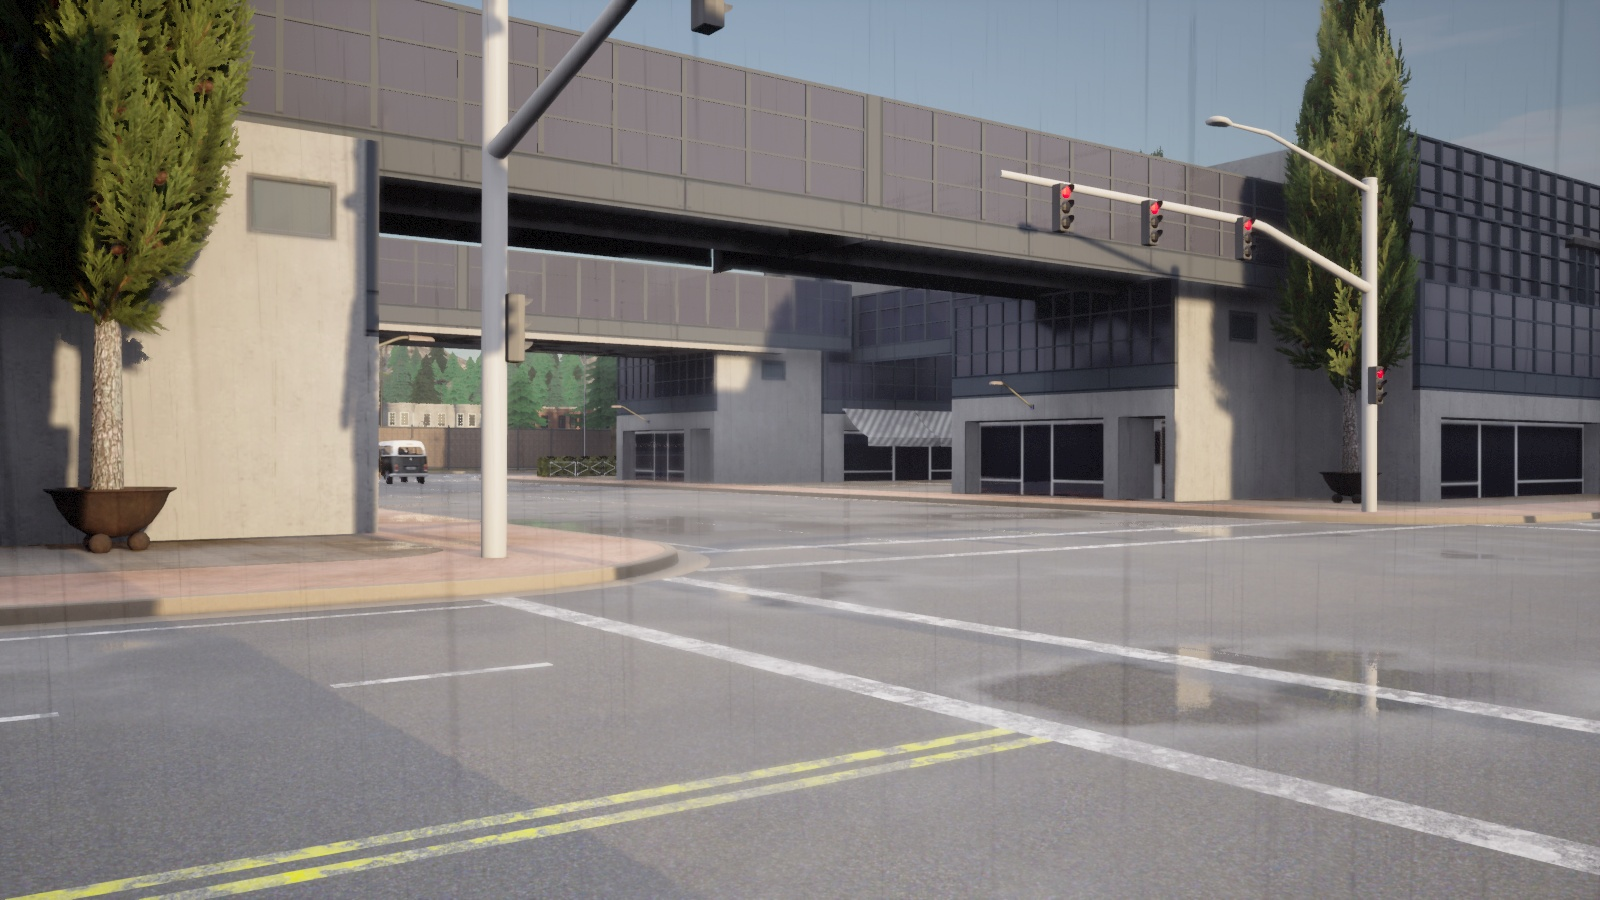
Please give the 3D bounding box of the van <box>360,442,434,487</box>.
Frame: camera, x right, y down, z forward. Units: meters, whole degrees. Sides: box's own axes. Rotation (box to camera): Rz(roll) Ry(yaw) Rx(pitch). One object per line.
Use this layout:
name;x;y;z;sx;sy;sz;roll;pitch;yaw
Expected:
van;-19.144;0.654;59.488;2.069;2.038;4.480;0;0;-36
